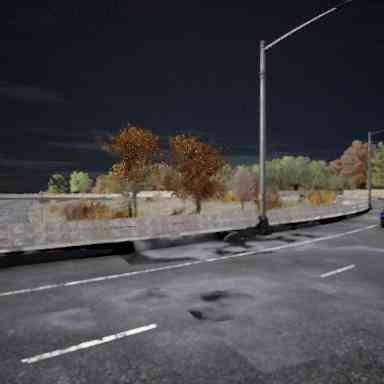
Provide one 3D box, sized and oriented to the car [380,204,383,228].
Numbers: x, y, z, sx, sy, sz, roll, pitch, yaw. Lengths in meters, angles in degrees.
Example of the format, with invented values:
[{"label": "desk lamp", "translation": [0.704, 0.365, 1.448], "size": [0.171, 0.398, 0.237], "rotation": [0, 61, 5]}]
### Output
[{"label": "car", "translation": [14.217, 1.308, 22.216], "size": [2.150, 2.045, 5.566], "rotation": [0, 0, 41]}]
